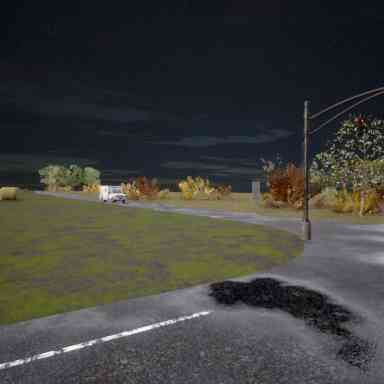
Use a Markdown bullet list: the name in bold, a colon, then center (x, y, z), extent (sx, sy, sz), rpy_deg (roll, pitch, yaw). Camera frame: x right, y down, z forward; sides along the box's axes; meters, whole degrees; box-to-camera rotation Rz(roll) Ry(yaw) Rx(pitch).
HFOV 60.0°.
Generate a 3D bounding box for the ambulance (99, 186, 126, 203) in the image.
- **ambulance**: center (-11.927, 0.343, 50.040), extent (2.351, 2.431, 6.366), rpy_deg (2, 0, -32)
